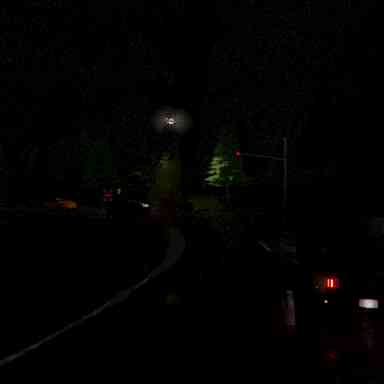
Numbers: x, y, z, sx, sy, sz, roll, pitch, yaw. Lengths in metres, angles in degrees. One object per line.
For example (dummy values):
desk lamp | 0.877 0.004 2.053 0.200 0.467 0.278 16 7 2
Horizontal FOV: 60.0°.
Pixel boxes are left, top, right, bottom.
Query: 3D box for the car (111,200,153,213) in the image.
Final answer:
car | -6.837 1.602 37.845 4.718 1.301 1.895 0 0 33

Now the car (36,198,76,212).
car | -15.907 1.479 39.480 5.008 1.535 1.882 0 0 33

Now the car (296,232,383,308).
car | 3.520 1.601 7.788 1.895 1.301 4.718 0 0 14

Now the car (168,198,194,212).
car | -2.161 1.479 39.014 5.008 1.535 1.882 0 0 33

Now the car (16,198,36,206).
car | -26.925 1.603 54.810 4.718 1.301 1.895 0 0 33

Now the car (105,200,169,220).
car | -4.911 1.548 28.315 5.357 1.411 2.033 0 0 33
